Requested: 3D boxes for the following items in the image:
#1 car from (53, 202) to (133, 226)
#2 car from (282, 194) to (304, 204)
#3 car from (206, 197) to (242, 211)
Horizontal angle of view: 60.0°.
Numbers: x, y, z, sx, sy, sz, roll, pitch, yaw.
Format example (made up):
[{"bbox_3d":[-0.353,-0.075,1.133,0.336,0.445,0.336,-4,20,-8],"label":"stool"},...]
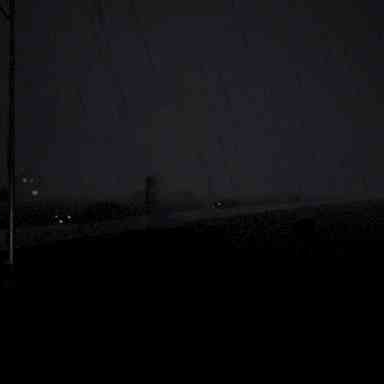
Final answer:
[{"bbox_3d":[-6.374,1.367,22.213,2.033,1.411,5.357,1,1,35],"label":"car"},{"bbox_3d":[15.230,1.015,50.035,2.128,1.511,4.902,1,1,41],"label":"car"},{"bbox_3d":[3.506,1.263,35.751,1.895,1.301,4.718,1,1,38],"label":"car"}]
